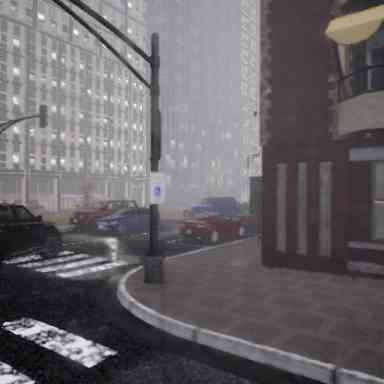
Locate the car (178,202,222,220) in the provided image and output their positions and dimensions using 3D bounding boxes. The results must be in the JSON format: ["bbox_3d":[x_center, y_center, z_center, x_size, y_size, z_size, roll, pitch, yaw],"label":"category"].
[{"bbox_3d":[0.836,1.740,31.264,1.887,1.381,4.507,0,0,36],"label":"car"}]

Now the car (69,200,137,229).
[{"bbox_3d":[-5.634,1.451,22.302,2.192,1.841,5.009,0,0,36],"label":"car"}]

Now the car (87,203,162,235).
[{"bbox_3d":[-3.766,1.679,20.446,1.812,1.442,4.674,1,0,34],"label":"car"}]

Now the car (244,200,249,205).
[{"bbox_3d":[4.072,1.792,35.745,1.947,1.339,4.313,0,0,36],"label":"car"}]

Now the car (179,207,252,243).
[{"bbox_3d":[1.158,1.745,17.395,1.887,1.381,4.507,0,0,36],"label":"car"}]

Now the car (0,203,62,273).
[{"bbox_3d":[-6.208,1.351,10.352,2.150,2.045,5.566,-1,0,4],"label":"car"}]

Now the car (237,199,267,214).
[{"bbox_3d":[7.309,1.698,40.227,1.967,1.590,4.097,0,0,36],"label":"car"}]

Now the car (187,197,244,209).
[{"bbox_3d":[1.963,1.427,28.387,2.150,2.045,5.566,1,0,36],"label":"car"}]

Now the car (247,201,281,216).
[{"bbox_3d":[7.966,1.769,36.686,1.837,1.490,4.892,1,0,36],"label":"car"}]

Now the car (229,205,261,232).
[{"bbox_3d":[4.393,1.775,21.876,1.887,1.381,4.507,0,0,36],"label":"car"}]
